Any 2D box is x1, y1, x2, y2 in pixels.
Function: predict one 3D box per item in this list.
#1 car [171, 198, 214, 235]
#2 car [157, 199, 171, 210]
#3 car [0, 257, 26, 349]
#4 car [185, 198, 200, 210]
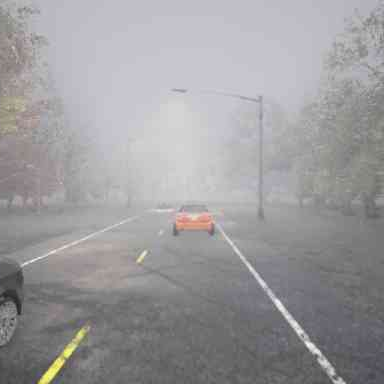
[{"bbox_3d":[0.091,1.390,19.104,2.097,1.767,4.553,0,0,0],"label":"car"},{"bbox_3d":[-3.569,1.654,45.401,1.994,1.385,4.181,0,0,0],"label":"car"},{"bbox_3d":[-3.603,1.498,3.436,2.128,1.511,4.902,0,0,0],"label":"car"},{"bbox_3d":[0.085,1.566,44.822,1.882,1.535,5.008,0,0,0],"label":"car"}]
